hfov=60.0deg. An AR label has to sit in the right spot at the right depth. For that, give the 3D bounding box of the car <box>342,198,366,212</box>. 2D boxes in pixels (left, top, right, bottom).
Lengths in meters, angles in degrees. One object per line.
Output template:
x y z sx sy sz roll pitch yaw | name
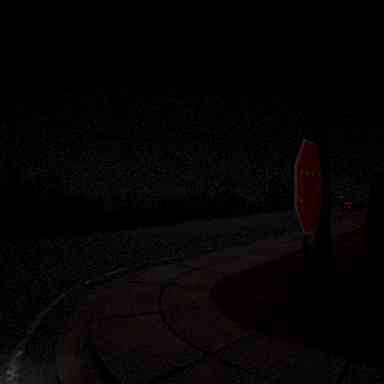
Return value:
18.855 1.457 38.622 2.128 1.511 4.902 0 0 38 | car
